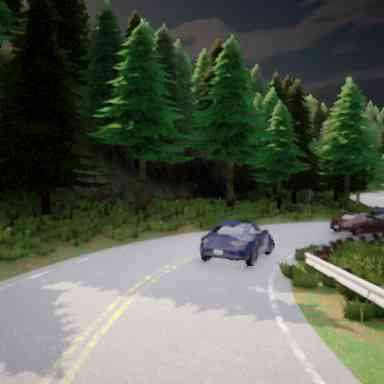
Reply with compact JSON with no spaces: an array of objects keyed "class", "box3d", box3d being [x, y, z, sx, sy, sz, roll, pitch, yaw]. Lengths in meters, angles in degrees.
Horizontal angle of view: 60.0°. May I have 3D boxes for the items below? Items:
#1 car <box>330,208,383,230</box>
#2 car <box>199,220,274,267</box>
[{"class":"car","box3d":[11.348,2.098,22.278,4.674,1.442,1.812,1,3,-25]},{"class":"car","box3d":[1.804,1.800,12.643,1.812,1.442,4.674,2,-1,25]}]
